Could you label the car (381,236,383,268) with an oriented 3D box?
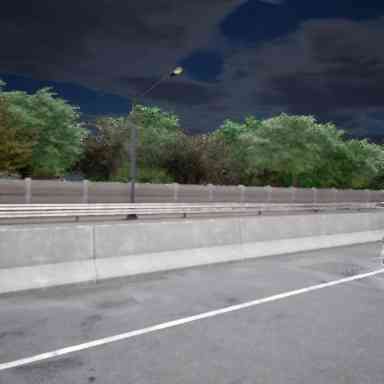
[{"bbox_3d":[7.354,1.365,8.984,5.566,2.045,2.150,1,0,-34],"label":"car"}]
